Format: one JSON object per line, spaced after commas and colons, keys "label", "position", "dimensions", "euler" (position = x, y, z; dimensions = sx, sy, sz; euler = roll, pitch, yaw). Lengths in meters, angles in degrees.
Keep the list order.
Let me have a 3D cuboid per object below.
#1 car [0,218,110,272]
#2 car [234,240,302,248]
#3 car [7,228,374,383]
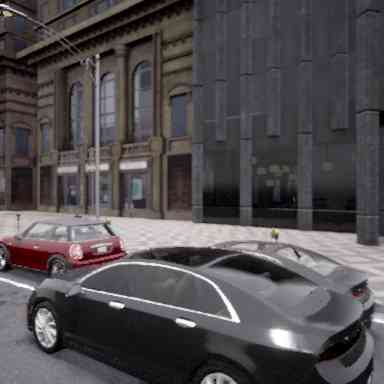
{"label": "car", "position": [-3.803, 1.453, 9.376], "dimensions": [4.097, 1.590, 1.967], "euler": [0, 0, 36]}
{"label": "car", "position": [0.811, 1.562, 6.070], "dimensions": [4.403, 1.369, 2.008], "euler": [0, 0, 36]}
{"label": "car", "position": [-0.329, 1.514, 4.518], "dimensions": [4.892, 1.490, 1.837], "euler": [0, 0, 36]}
